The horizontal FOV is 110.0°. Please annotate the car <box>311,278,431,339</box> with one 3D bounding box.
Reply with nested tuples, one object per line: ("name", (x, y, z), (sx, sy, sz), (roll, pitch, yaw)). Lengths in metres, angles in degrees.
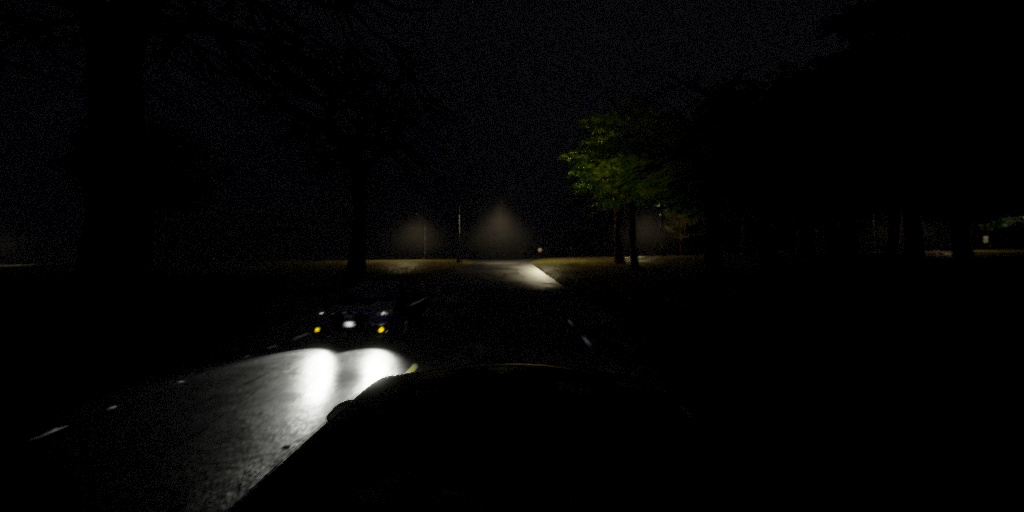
("car", (-3.595, 1.310, 9.897), (1.994, 1.385, 4.181), (0, 0, 0))
